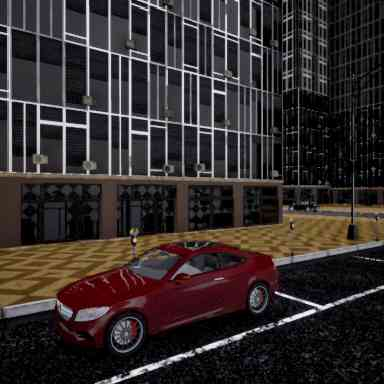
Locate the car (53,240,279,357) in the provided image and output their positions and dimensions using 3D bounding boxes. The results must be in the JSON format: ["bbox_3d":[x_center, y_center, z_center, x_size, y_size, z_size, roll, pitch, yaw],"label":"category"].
[{"bbox_3d":[-0.209,1.582,5.951,4.206,1.307,1.802,0,0,-35],"label":"car"}]

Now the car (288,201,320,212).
[{"bbox_3d":[15.182,1.899,45.290,2.008,1.369,4.403,-1,0,-36],"label":"car"}]
